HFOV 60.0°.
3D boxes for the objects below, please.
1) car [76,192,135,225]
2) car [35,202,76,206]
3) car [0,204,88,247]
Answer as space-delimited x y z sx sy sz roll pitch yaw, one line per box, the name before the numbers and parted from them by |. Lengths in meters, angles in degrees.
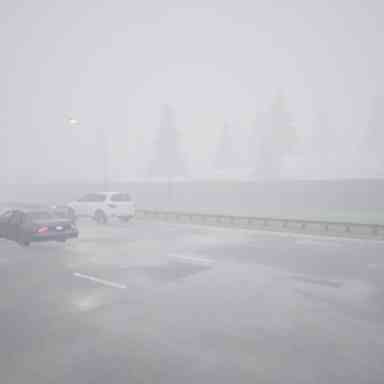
car | -6.309 1.023 22.621 5.566 2.045 2.150 0 1 38
car | -9.468 1.378 20.657 4.181 1.385 1.994 0 1 38
car | -7.052 1.417 14.289 5.357 1.411 2.033 0 1 38
